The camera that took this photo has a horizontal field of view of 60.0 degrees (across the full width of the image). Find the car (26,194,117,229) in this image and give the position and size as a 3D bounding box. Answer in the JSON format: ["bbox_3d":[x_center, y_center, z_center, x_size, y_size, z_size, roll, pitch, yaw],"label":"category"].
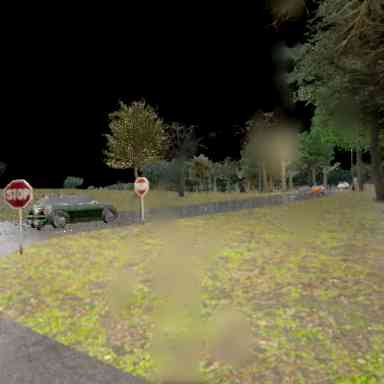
[{"bbox_3d":[-6.154,0.885,17.541,2.097,1.767,4.553,-3,0,34],"label":"car"}]

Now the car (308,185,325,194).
[{"bbox_3d":[24.432,-0.597,64.559,2.097,1.767,4.553,-3,1,27],"label":"car"}]

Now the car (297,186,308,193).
[{"bbox_3d":[25.578,-0.575,76.049,2.128,1.511,4.902,-3,1,35],"label":"car"}]
